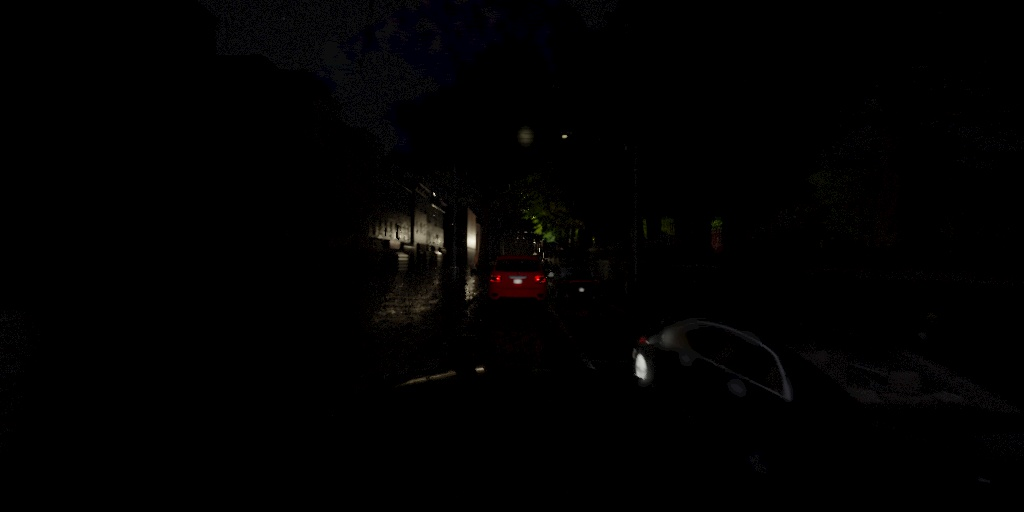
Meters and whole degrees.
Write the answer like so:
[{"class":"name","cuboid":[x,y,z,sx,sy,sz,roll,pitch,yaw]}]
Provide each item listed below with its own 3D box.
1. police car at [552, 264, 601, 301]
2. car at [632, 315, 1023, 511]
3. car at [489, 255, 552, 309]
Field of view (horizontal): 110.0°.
[{"class":"police car","cuboid":[2.929,1.189,17.508,1.930,1.638,5.238,0,0,1]},{"class":"car","cuboid":[2.651,1.314,3.841,2.007,1.370,4.403,0,0,1]},{"class":"car","cuboid":[0.241,0.970,15.107,2.150,2.045,5.566,0,0,1]}]
